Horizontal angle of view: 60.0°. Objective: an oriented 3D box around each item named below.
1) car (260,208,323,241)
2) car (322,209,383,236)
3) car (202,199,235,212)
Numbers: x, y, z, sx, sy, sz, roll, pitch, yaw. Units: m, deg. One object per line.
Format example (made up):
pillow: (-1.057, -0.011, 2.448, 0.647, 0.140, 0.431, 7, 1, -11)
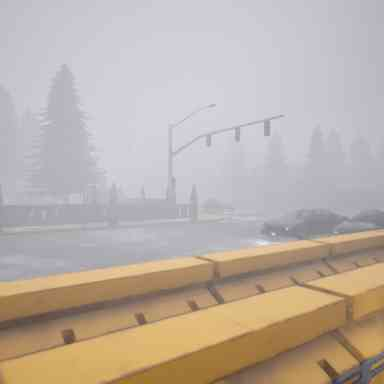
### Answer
car: (5.896, 1.547, 16.810, 5.357, 1.411, 2.033, 0, 0, -36)
car: (7.798, 1.505, 13.868, 4.892, 1.490, 1.837, 0, 0, -36)
car: (3.052, 1.526, 39.655, 1.812, 1.442, 4.674, 0, 0, -35)
